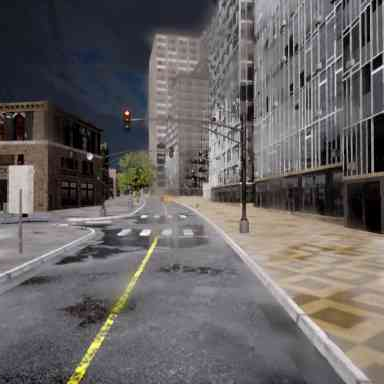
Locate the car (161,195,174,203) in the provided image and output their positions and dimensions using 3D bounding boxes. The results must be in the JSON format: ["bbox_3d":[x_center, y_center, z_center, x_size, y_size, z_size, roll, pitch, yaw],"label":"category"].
[{"bbox_3d":[-4.845,1.462,68.185,1.882,1.535,5.008,0,0,-8],"label":"car"}]
